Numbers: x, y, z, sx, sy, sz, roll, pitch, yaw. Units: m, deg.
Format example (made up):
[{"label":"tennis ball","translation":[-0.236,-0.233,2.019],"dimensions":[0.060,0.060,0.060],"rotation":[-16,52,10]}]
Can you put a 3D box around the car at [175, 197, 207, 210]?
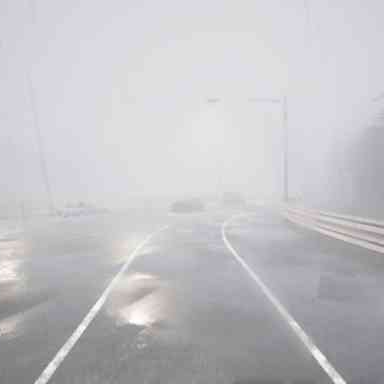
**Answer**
[{"label":"car","translation":[-0.042,1.403,42.349],"dimensions":[2.033,1.411,5.357],"rotation":[0,0,23]}]

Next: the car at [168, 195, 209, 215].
[{"label":"car","translation":[-0.328,1.338,32.711],"dimensions":[1.882,1.535,5.008],"rotation":[0,0,23]}]

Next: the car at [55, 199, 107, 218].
[{"label":"car","translation":[-9.497,1.541,29.011],"dimensions":[1.895,1.301,4.718],"rotation":[0,0,23]}]

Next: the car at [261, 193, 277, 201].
[{"label":"car","translation":[16.756,1.259,73.230],"dimensions":[1.994,1.385,4.181],"rotation":[0,0,23]}]

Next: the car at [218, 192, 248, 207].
[{"label":"car","translation":[5.930,1.024,47.480],"dimensions":[2.150,2.045,5.566],"rotation":[0,0,23]}]

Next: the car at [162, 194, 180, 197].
[{"label":"car","translation":[-3.760,1.238,69.561],"dimensions":[2.097,1.767,4.553],"rotation":[0,0,23]}]

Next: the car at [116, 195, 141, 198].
[{"label":"car","translation":[-9.948,1.291,55.005],"dimensions":[2.097,1.767,4.553],"rotation":[0,0,23]}]

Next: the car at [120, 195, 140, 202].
[{"label":"car","translation":[-13.616,1.445,73.206],"dimensions":[1.882,1.535,5.008],"rotation":[0,0,23]}]

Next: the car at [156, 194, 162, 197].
[{"label":"car","translation":[-7.016,1.463,70.841],"dimensions":[1.994,1.385,4.181],"rotation":[0,0,23]}]

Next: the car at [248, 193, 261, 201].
[{"label":"car","translation":[13.130,1.093,73.636],"dimensions":[2.097,1.767,4.553],"rotation":[0,0,23]}]

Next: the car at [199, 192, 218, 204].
[{"label":"car","translation":[3.372,1.044,59.420],"dimensions":[2.150,2.045,5.566],"rotation":[0,0,23]}]

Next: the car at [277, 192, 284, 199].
[{"label":"car","translation":[24.471,1.251,91.727],"dimensions":[1.895,1.301,4.718],"rotation":[0,0,23]}]

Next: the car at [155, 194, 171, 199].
[{"label":"car","translation":[-7.532,1.138,87.729],"dimensions":[2.033,1.411,5.357],"rotation":[0,0,23]}]

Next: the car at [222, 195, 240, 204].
[{"label":"car","translation":[6.963,1.270,58.931],"dimensions":[1.882,1.535,5.008],"rotation":[0,0,23]}]
